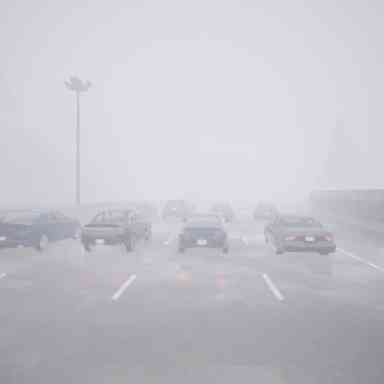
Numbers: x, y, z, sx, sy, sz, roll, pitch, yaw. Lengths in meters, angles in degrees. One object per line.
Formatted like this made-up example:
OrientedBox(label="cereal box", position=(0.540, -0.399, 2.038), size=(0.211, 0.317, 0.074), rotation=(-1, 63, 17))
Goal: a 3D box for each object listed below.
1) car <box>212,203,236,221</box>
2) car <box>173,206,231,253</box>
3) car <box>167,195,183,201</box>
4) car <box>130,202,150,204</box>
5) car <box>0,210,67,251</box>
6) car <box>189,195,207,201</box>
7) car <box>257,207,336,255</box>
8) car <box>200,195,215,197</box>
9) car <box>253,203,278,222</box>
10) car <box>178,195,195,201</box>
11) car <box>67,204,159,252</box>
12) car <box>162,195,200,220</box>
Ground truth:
OrientedBox(label="car", position=(2.466, 1.570, 27.147), size=(1.994, 1.385, 4.181), rotation=(0, 0, 11))
OrientedBox(label="car", position=(0.541, 1.530, 13.537), size=(1.812, 1.442, 4.674), rotation=(0, 0, 5))
OrientedBox(label="car", position=(-4.390, 1.477, 85.913), size=(1.837, 1.490, 4.892), rotation=(0, 0, 30))
OrientedBox(label="car", position=(-4.407, 1.561, 28.479), size=(2.033, 1.411, 5.357), rotation=(0, 0, 11))
OrientedBox(label="car", position=(-6.431, 1.482, 14.163), size=(1.882, 1.535, 5.008), rotation=(0, 0, 5))
OrientedBox(label="car", position=(1.519, 1.520, 82.160), size=(2.033, 1.411, 5.357), rotation=(0, 0, 30))
OrientedBox(label="car", position=(4.027, 1.560, 13.224), size=(2.033, 1.411, 5.357), rotation=(0, 0, 5))
OrientedBox(label="car", position=(4.459, 1.577, 80.258), size=(1.895, 1.301, 4.718), rotation=(0, 0, 30))
OrientedBox(label="car", position=(5.902, 1.570, 26.481), size=(1.994, 1.385, 4.181), rotation=(0, 0, 11))
OrientedBox(label="car", position=(-1.436, 1.504, 84.036), size=(2.128, 1.511, 4.902), rotation=(0, 0, 30))
OrientedBox(label="car", position=(-2.945, 1.492, 13.850), size=(2.128, 1.511, 4.902), rotation=(0, 0, 5))
OrientedBox(label="car", position=(-0.976, 1.363, 27.784), size=(2.097, 1.767, 4.553), rotation=(0, 0, 11))
